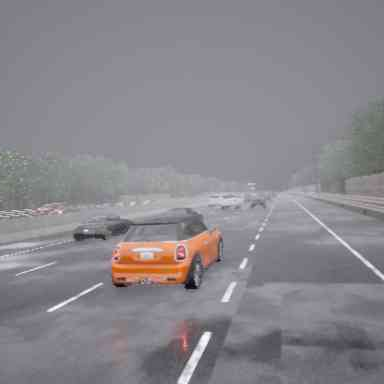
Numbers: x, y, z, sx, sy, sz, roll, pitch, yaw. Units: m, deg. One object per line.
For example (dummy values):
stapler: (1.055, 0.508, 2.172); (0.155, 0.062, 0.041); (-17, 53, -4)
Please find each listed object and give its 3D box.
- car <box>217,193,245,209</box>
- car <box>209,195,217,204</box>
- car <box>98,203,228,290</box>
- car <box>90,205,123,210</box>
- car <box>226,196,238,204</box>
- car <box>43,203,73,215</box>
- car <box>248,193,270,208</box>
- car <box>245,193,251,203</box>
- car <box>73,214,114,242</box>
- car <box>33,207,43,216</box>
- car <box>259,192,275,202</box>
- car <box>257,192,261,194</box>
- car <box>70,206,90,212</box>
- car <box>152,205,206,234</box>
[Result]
car: (5.366, 1.256, 44.603); (2.150, 2.045, 5.566); (-3, -1, 15)
car: (4.142, 1.412, 53.477); (2.150, 2.045, 5.566); (-3, -1, 15)
car: (-0.461, 1.443, 9.591); (2.097, 1.767, 4.553); (-3, 0, 15)
car: (-9.996, 2.351, 41.374); (2.128, 1.511, 4.902); (-3, -1, 16)
car: (8.450, 1.660, 69.353); (1.812, 1.442, 4.674); (-3, -1, 15)
car: (-16.656, 2.597, 43.543); (2.097, 1.767, 4.553); (-3, 0, 16)
car: (8.938, 1.341, 44.370); (1.837, 1.490, 4.892); (-3, -1, 15)
car: (11.833, 1.541, 68.455); (1.895, 1.301, 4.718); (-3, -1, 15)
car: (-5.036, 1.980, 19.414); (1.994, 1.385, 4.181); (-3, 0, 15)
car: (-19.506, 2.640, 46.346); (2.150, 2.045, 5.566); (-3, -1, 15)
car: (15.195, 1.251, 67.527); (1.837, 1.490, 4.892); (-3, -1, 15)
car: (17.033, 1.484, 87.698); (1.895, 1.301, 4.718); (-3, -1, 15)
car: (-13.148, 2.649, 43.053); (1.895, 1.301, 4.718); (-3, -1, 16)
car: (-0.688, 1.739, 22.120); (2.033, 1.411, 5.357); (-3, 0, 15)
